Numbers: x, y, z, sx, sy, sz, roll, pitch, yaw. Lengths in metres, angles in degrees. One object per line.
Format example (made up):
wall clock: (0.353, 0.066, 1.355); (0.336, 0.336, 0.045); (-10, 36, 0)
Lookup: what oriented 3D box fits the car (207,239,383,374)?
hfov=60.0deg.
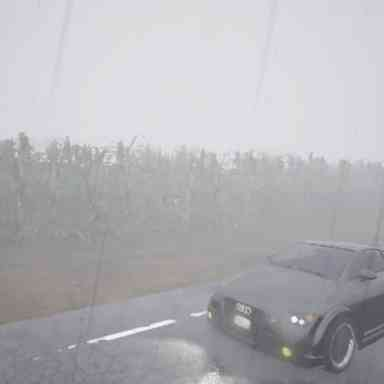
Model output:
car: (2.298, 1.554, 5.627); (4.181, 1.385, 1.994); (0, 0, -35)
